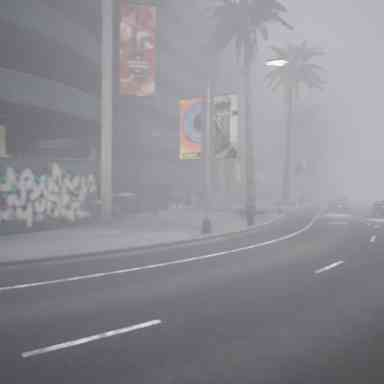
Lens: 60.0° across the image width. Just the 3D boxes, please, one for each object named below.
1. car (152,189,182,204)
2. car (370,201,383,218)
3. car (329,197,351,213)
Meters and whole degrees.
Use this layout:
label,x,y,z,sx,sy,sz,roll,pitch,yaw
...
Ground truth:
label,x,y,z,sx,sy,sz,roll,pitch,yaw
car,-3.258,0.625,45.179,2.435,2.045,5.566,1,1,24
car,16.257,1.473,28.134,1.994,1.385,4.181,1,0,24
car,15.662,1.338,35.313,2.128,1.511,4.902,1,0,24
